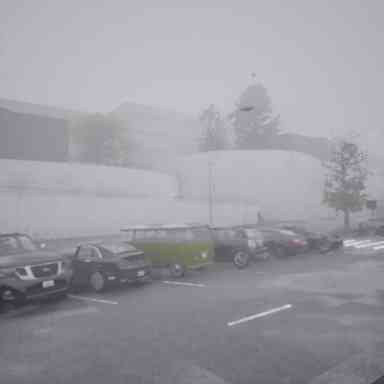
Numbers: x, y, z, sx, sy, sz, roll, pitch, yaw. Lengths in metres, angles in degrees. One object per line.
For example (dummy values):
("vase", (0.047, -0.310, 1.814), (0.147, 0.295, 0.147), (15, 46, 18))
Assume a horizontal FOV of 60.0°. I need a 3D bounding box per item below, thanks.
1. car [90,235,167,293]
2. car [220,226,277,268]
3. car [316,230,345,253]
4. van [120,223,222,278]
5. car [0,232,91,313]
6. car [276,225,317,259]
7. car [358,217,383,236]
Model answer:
("car", (-3.624, 2.522, 11.905), (4.892, 1.521, 2.231), (-6, -5, 33))
("car", (1.200, 2.417, 15.431), (4.553, 1.767, 2.185), (-6, -5, 33))
("car", (6.034, 2.595, 18.967), (4.792, 1.488, 2.163), (-6, -5, 33))
("van", (-1.334, 2.318, 13.753), (4.442, 1.987, 1.878), (-6, -5, 33))
("car", (-6.019, 2.257, 10.152), (5.566, 2.045, 2.435), (-6, -5, 33))
("car", (3.589, 2.596, 17.197), (4.674, 1.452, 2.002), (-6, -5, 33))
("car", (15.713, 2.642, 26.071), (4.792, 1.488, 2.163), (-6, -5, 33))
